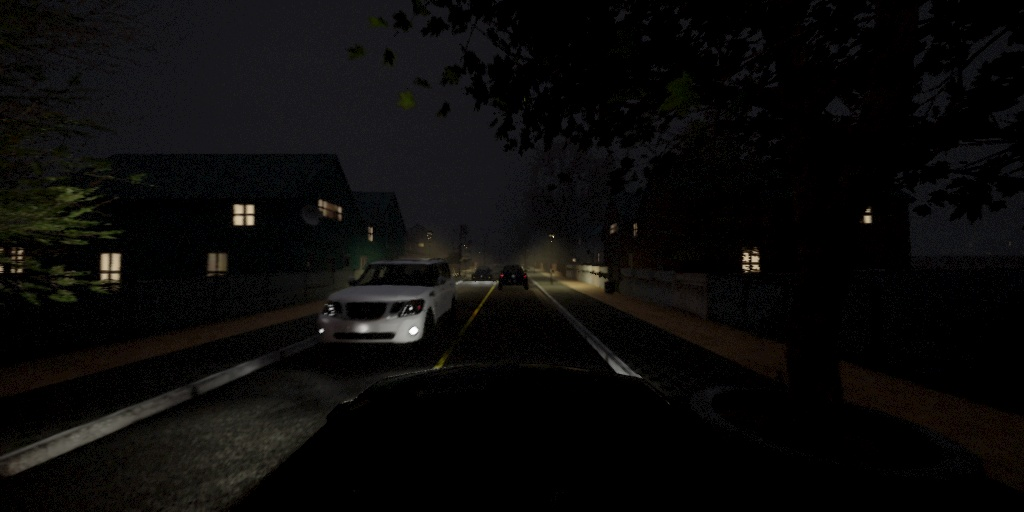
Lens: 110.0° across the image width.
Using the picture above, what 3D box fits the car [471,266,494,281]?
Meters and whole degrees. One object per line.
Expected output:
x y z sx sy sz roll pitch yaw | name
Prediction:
-2.856 1.734 35.699 1.994 1.385 4.181 0 -1 0 | car

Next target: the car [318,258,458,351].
-2.840 1.071 9.631 2.150 2.045 5.566 0 -1 0 | car

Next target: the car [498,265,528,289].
0.091 1.409 26.414 2.097 1.767 4.553 0 -1 0 | car
